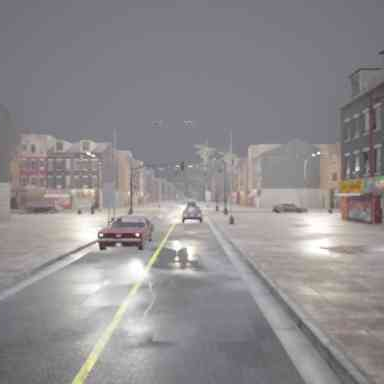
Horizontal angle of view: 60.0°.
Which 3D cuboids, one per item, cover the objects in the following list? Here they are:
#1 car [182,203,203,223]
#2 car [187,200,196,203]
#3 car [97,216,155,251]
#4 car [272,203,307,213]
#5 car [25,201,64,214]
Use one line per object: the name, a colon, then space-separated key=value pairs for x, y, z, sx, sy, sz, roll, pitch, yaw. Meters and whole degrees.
car: x=0.027 y=1.951 z=29.757 sx=2.033 sy=1.411 sz=5.357 roll=0 pitch=-1 yaw=0
car: x=-0.141 y=2.522 z=74.186 sx=1.882 sy=1.535 sz=5.008 roll=0 pitch=-1 yaw=0
car: x=-2.878 y=1.808 z=15.310 sx=1.895 sy=1.301 sz=4.718 roll=0 pitch=-1 yaw=0
car: x=12.273 y=2.087 z=41.899 sx=4.313 sy=1.339 sz=1.947 roll=0 pitch=-1 yaw=0
car: x=-19.608 y=2.020 z=44.405 sx=4.553 sy=1.767 sz=2.097 roll=0 pitch=-1 yaw=0
